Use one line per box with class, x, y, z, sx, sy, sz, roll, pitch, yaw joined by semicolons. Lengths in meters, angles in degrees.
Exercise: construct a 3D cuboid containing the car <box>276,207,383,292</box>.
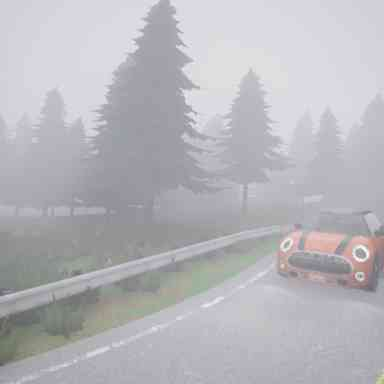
car;3.960;1.247;8.940;2.097;1.767;4.553;2;1;35
